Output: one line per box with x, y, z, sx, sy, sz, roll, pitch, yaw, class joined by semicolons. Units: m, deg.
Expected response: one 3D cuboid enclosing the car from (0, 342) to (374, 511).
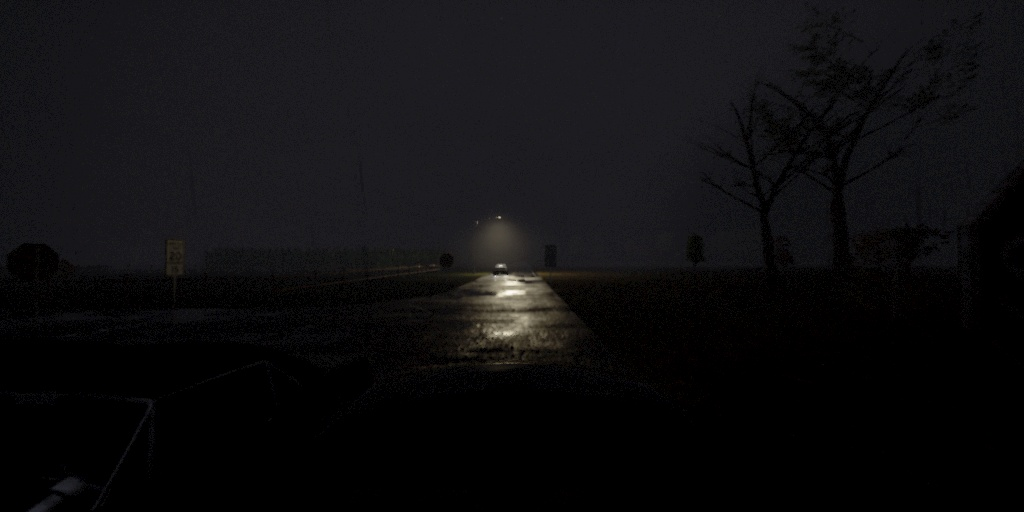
-2.676;1.369;2.145;1.895;1.301;4.718;0;-1;2;car

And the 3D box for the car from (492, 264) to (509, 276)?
-1.331;1.667;44.331;2.033;1.411;5.357;0;0;2;car
